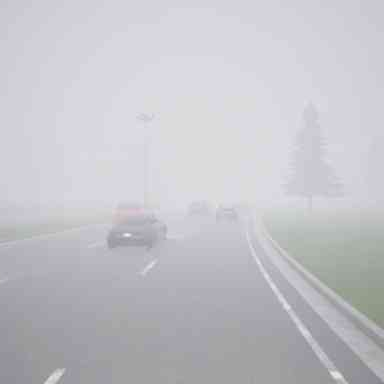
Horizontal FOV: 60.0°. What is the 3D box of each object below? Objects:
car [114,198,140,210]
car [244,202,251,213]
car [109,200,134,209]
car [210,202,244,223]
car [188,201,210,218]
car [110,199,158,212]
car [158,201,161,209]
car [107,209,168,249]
[{"bbox_3d":[-10.209,1.891,52.611,2.097,1.767,4.553,0,-1,15],"label":"car"},{"bbox_3d":[6.557,1.969,42.885,1.812,1.442,4.674,0,-1,15],"label":"car"},{"bbox_3d":[-12.319,2.143,58.237,2.033,1.411,5.357,0,-1,15],"label":"car"},{"bbox_3d":[3.124,1.789,28.714,2.128,1.511,4.902,0,-1,11],"label":"car"},{"bbox_3d":[1.047,1.716,35.314,2.097,1.767,4.553,0,-1,13],"label":"car"},{"bbox_3d":[-4.470,1.618,25.916,2.097,1.767,4.553,0,-1,9],"label":"car"},{"bbox_3d":[-6.586,1.892,52.616,2.097,1.767,4.553,0,-1,15],"label":"car"},{"bbox_3d":[-2.388,1.723,15.394,1.994,1.385,4.181,0,-1,6],"label":"car"}]
